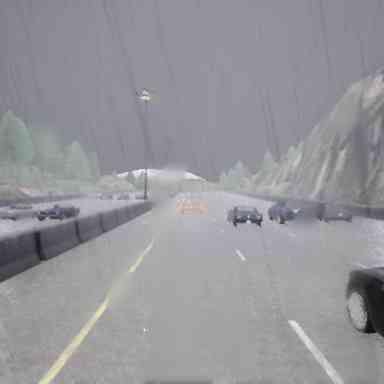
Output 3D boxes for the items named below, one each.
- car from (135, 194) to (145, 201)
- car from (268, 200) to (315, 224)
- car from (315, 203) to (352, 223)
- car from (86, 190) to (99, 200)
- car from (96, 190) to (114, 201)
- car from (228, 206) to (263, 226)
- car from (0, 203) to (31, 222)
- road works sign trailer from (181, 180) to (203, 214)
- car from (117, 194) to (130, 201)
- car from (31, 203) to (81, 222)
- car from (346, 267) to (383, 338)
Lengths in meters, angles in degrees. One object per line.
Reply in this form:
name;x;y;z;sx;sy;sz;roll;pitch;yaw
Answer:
car;-10.484;1.032;68.457;1.994;1.385;4.181;0;1;0
car;7.106;1.363;24.780;2.097;1.767;4.553;0;0;0
car;10.606;1.571;25.736;1.994;1.385;4.181;0;0;0
car;-20.983;0.631;71.478;2.150;2.045;5.566;0;1;0
car;-17.484;1.005;68.459;2.128;1.511;4.902;0;1;0
car;3.605;1.618;23.412;1.895;1.301;4.718;0;0;0
car;-14.092;1.605;26.615;1.895;1.301;4.718;0;0;0
road works sign trailer;-0.002;0.417;34.770;2.380;3.560;2.880;0;0;0
car;-13.984;1.020;68.458;2.033;1.411;5.357;0;1;0
car;-10.592;1.605;26.615;1.895;1.301;4.718;0;0;0
car;3.601;1.493;3.788;1.882;1.535;5.008;0;0;0
